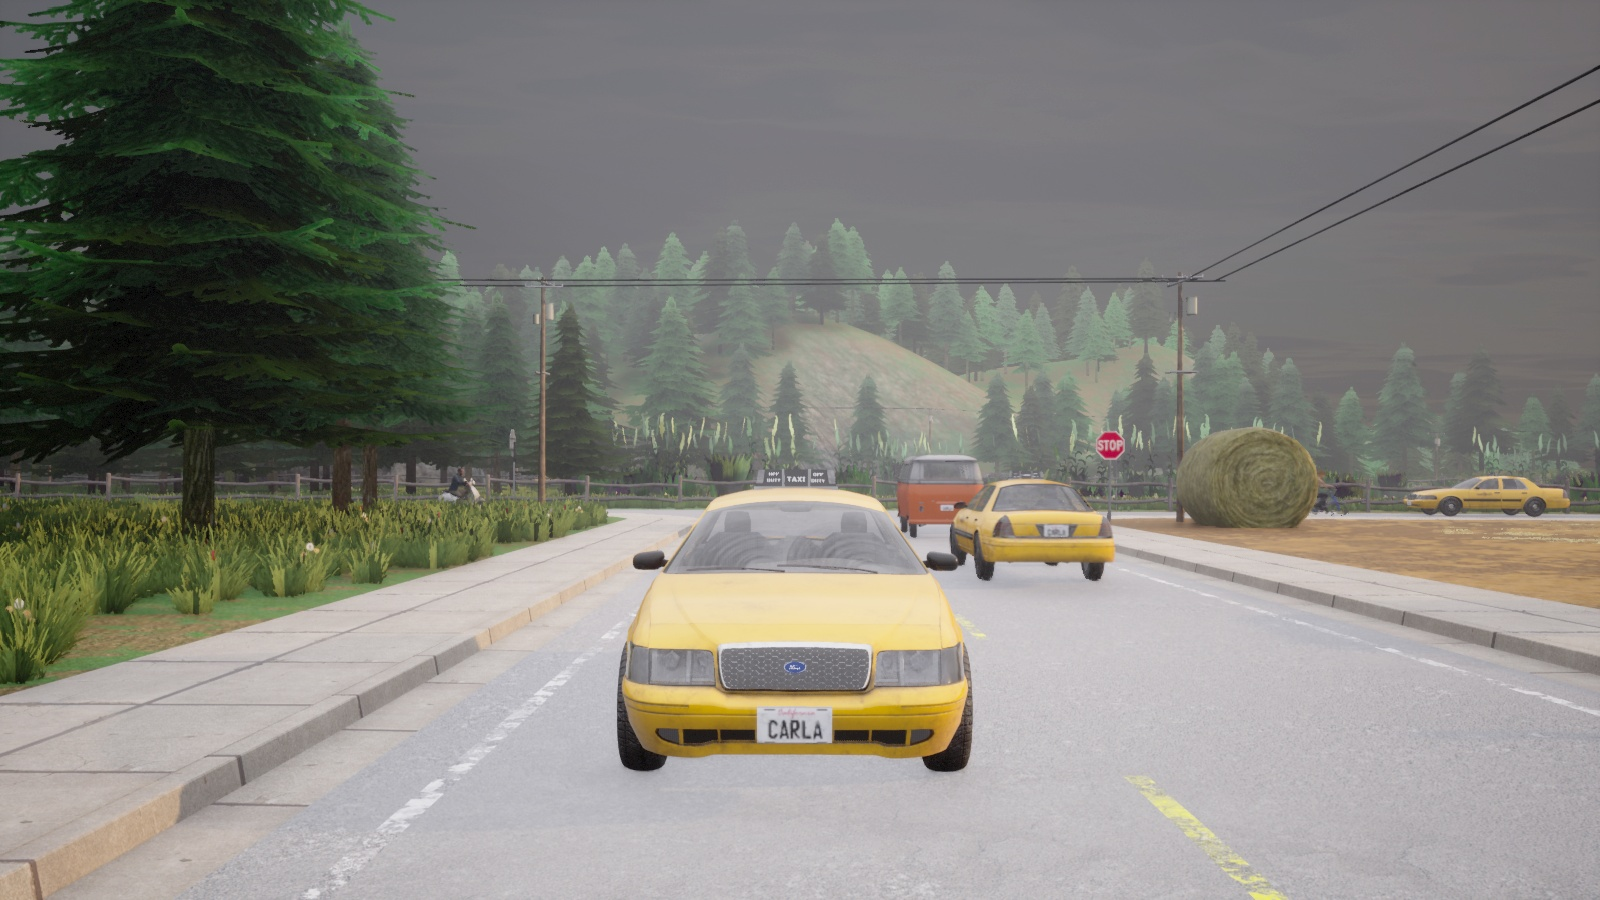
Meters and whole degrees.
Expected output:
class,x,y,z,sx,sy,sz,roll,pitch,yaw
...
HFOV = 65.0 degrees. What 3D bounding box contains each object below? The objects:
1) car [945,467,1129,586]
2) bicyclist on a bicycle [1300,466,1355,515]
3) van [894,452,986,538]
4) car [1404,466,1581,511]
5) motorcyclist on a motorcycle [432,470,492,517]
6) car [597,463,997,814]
class,x,y,z,sx,sy,sz,roll,pitch,yaw
car,3.449,1.062,19.307,1.801,1.575,5.366,0,-1,0
bicyclist on a bicycle,17.759,1.354,42.309,1.509,1.612,0.866,0,-1,3
van,3.417,1.080,31.327,1.775,1.987,4.442,0,-1,0
car,24.997,1.380,45.474,5.366,1.575,1.801,0,-1,3
motorcyclist on a motorcycle,-11.752,1.511,43.659,1.817,1.590,0.866,-1,-1,3
car,-0.022,0.894,8.352,1.801,1.575,5.366,0,-1,0
